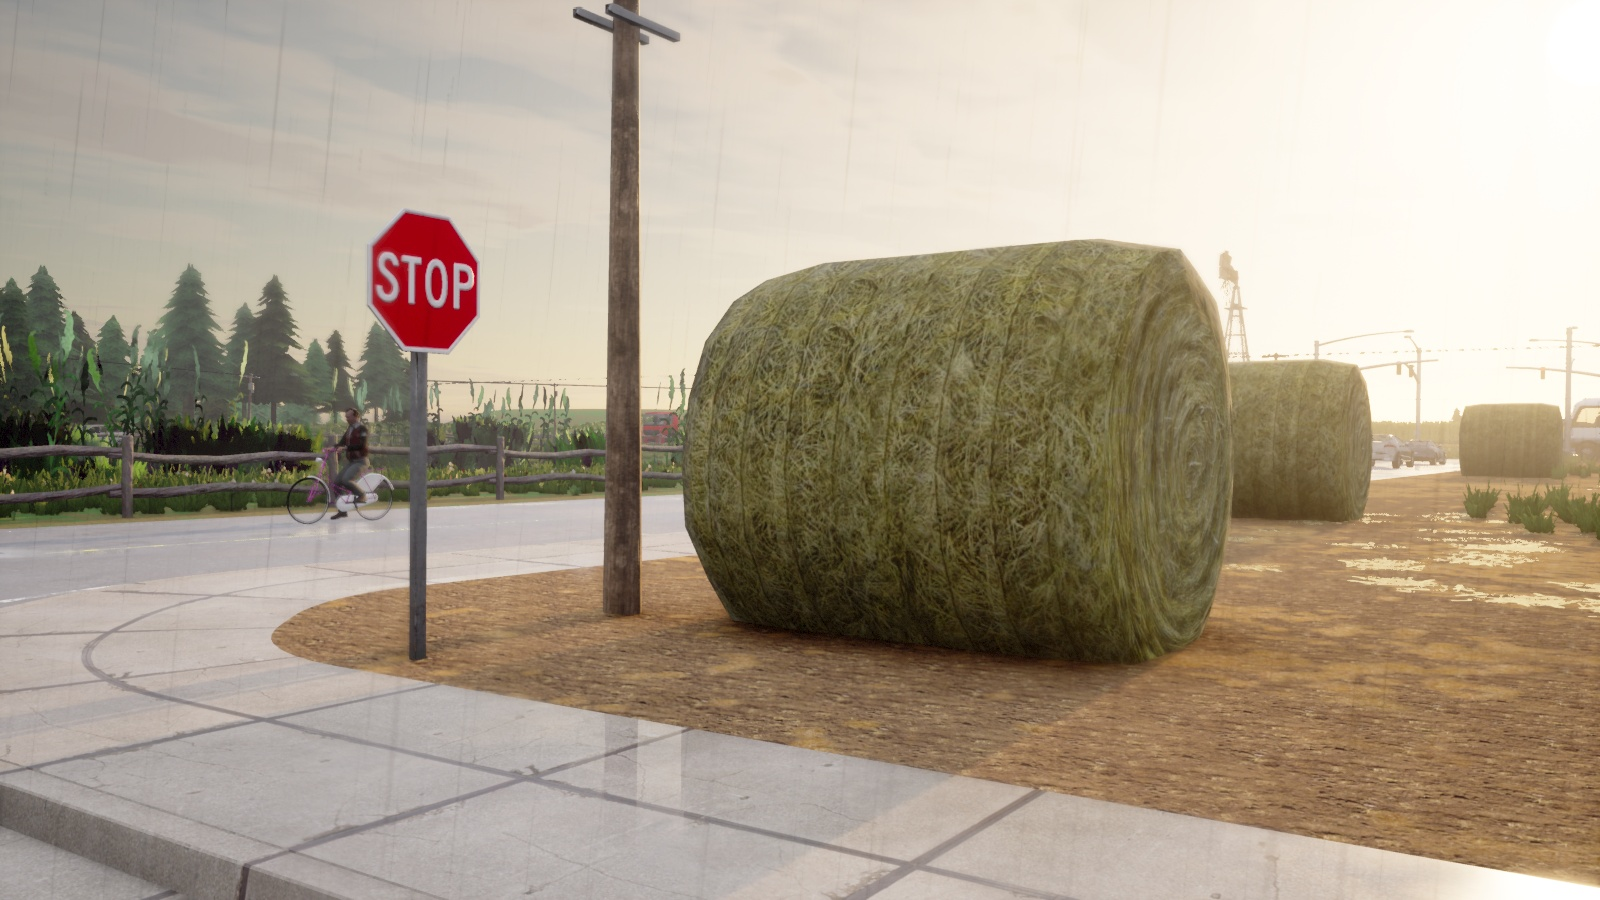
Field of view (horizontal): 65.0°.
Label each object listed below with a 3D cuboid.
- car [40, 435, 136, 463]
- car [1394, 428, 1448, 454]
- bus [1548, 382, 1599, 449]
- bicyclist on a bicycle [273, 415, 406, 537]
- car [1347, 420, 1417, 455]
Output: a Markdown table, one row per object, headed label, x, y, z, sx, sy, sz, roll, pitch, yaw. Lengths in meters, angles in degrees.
| label | x | y | z | sx | sy | sz | roll | pitch | yaw |
| --- | --- | --- | --- | --- | --- | --- | --- | --- | --- |
| car | -44.074 | -0.088 | 77.795 | 2.242 | 1.667 | 4.611 | 0 | 1 | 34 |
| car | 34.361 | -0.499 | 69.450 | 1.994 | 1.385 | 4.181 | 0 | 1 | 36 |
| bus | 53.936 | -2.230 | 80.305 | 10.273 | 4.253 | 3.944 | 0 | 1 | 34 |
| bicyclist on a bicycle | -7.018 | 0.368 | 19.220 | 0.659 | 1.776 | 1.843 | 0 | 1 | 36 |
| car | 28.619 | -0.626 | 61.663 | 2.152 | 1.651 | 5.027 | 0 | 1 | 36 |
